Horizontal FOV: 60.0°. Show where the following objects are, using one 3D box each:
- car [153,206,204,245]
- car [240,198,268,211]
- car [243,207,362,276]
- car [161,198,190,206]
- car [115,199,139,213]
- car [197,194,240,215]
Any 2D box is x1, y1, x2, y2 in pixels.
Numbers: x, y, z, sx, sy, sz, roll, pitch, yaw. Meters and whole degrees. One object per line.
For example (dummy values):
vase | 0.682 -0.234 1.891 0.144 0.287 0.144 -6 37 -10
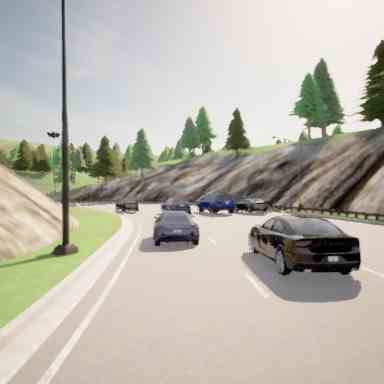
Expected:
car | -0.831 1.569 15.607 1.994 1.385 4.181 -1 0 -7
car | 5.984 1.417 34.517 2.128 1.511 4.902 0 0 -19
car | 3.173 1.440 10.355 1.882 1.535 5.008 0 0 -4
car | -1.755 1.363 34.059 2.097 1.767 4.553 -1 0 -21
car | -7.761 1.568 39.277 2.128 1.511 4.902 0 0 -27
car | 2.426 1.187 34.500 2.150 2.045 5.566 0 0 -21
